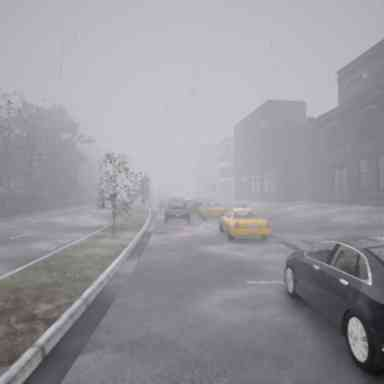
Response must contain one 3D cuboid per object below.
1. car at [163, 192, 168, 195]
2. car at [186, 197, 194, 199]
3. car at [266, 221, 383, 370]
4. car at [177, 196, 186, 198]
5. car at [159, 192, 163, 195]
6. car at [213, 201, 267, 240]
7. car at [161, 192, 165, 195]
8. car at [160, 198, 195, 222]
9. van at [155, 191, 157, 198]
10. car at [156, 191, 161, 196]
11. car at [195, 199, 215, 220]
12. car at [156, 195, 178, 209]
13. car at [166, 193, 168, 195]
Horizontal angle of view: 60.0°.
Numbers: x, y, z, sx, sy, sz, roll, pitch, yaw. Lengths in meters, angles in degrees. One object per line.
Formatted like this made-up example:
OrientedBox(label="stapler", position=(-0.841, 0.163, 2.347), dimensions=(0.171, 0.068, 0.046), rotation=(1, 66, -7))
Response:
OrientedBox(label="car", position=(-4.130, 1.344, 66.285), dimensions=(2.163, 1.488, 4.792), rotation=(0, 0, -9))
OrientedBox(label="car", position=(0.840, 1.464, 34.959), dimensions=(2.163, 1.488, 4.792), rotation=(0, 0, -6))
OrientedBox(label="car", position=(3.006, 1.480, 5.664), dimensions=(2.231, 1.521, 4.892), rotation=(0, 0, -1))
OrientedBox(label="car", position=(-0.534, 1.408, 44.459), dimensions=(2.097, 1.535, 5.008), rotation=(0, 0, -9))
OrientedBox(label="car", position=(-5.933, 1.283, 77.232), dimensions=(2.163, 1.488, 4.792), rotation=(0, 0, -9))
OrientedBox(label="car", position=(2.514, 1.462, 16.979), dimensions=(1.946, 1.575, 5.366), rotation=(0, 0, -3))
OrientedBox(label="car", position=(-5.025, 1.325, 71.727), dimensions=(2.002, 1.452, 4.674), rotation=(0, 0, -9))
OrientedBox(label="car", position=(-1.220, 1.455, 25.796), dimensions=(2.128, 1.511, 4.902), rotation=(0, 0, -5))
OrientedBox(label="van", position=(-8.651, 0.911, 93.733), dimensions=(1.878, 1.987, 4.442), rotation=(0, 0, -9))
OrientedBox(label="car", position=(-6.833, 0.965, 82.702), dimensions=(2.435, 2.045, 5.566), rotation=(0, 0, -9))
OrientedBox(label="car", position=(1.618, 1.445, 27.961), dimensions=(1.946, 1.575, 5.366), rotation=(0, 0, -5))
OrientedBox(label="car", position=(-3.331, 1.486, 42.809), dimensions=(1.994, 1.385, 4.181), rotation=(0, 0, -9))
OrientedBox(label="car", position=(-3.223, 1.382, 60.782), dimensions=(2.002, 1.452, 4.674), rotation=(0, 0, -9))
